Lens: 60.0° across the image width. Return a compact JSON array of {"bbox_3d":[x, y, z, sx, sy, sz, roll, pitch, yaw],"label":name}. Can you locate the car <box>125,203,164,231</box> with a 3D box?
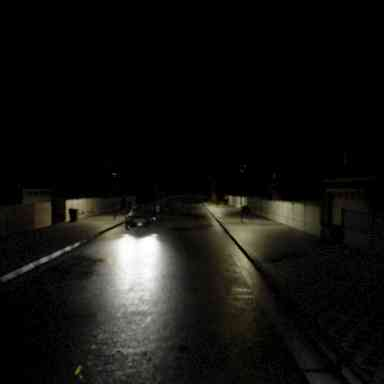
[{"bbox_3d":[-2.775,1.441,20.122,2.128,1.511,4.902,0,0,0],"label":"car"}]
